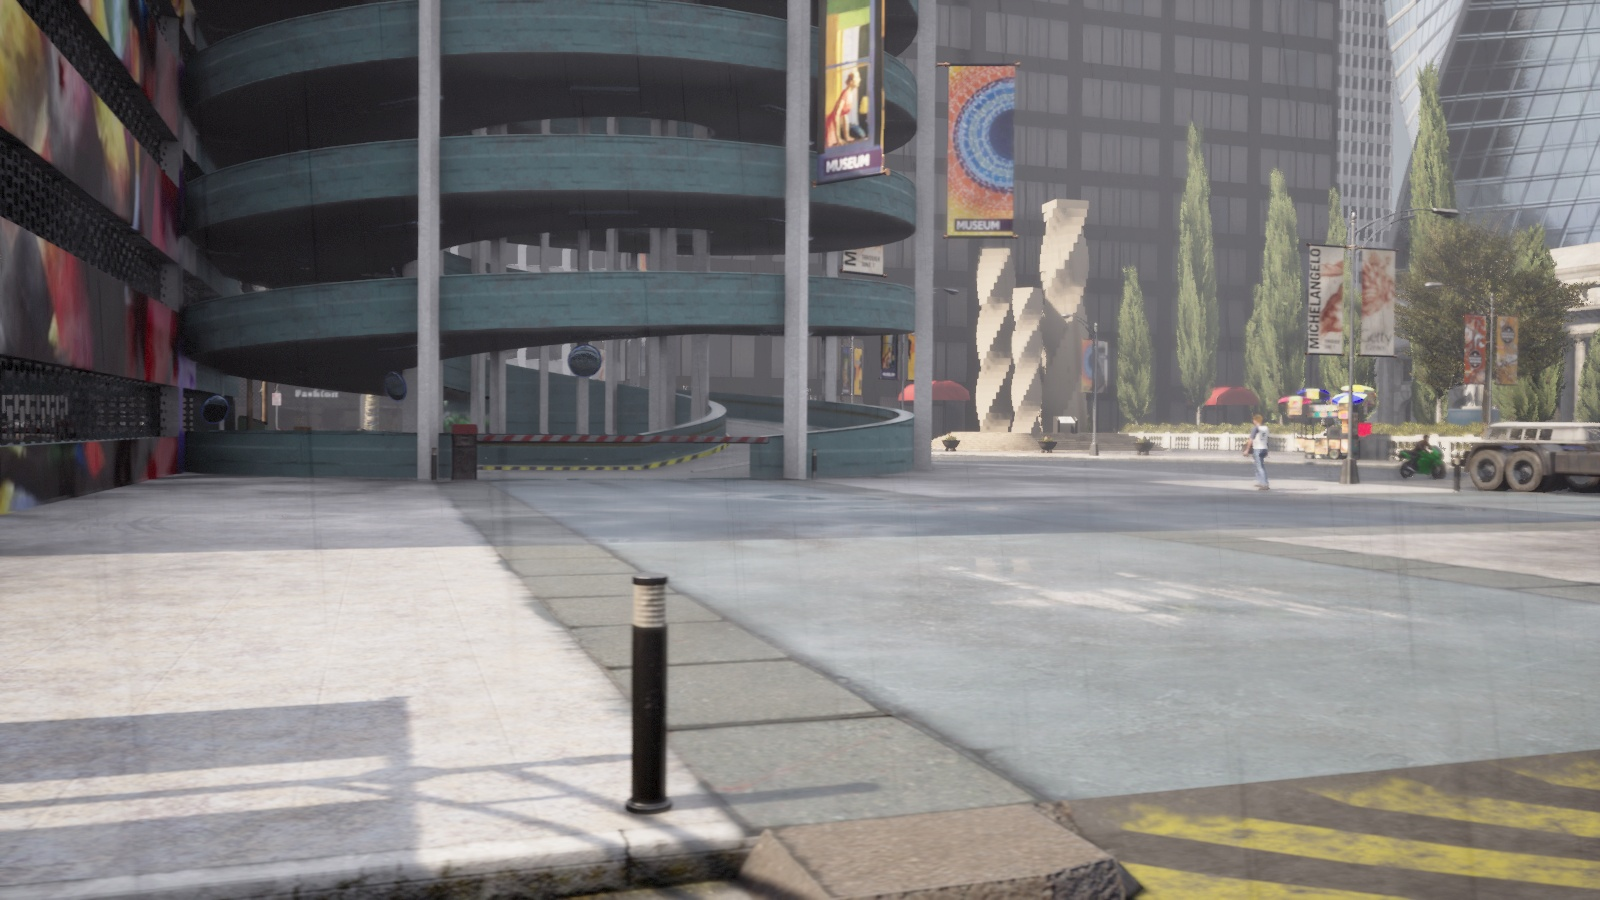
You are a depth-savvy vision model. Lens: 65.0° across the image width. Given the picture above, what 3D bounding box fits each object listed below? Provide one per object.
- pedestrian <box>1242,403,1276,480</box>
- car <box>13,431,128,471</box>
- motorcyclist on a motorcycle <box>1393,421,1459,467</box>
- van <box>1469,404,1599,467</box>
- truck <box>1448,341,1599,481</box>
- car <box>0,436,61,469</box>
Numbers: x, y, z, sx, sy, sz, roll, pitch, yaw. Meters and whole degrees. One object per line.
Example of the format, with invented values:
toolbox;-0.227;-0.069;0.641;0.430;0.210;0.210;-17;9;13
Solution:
pedestrian;11.081;-0.205;30.326;0.354;1.836;0.706;-1;1;-29
car;-35.947;0.025;62.035;4.605;1.855;1.932;-1;1;-19
motorcyclist on a motorcycle;21.200;-0.218;42.556;0.797;1.523;2.044;-1;1;-18
van;24.997;-0.490;42.179;1.775;1.987;4.442;-1;1;-18
truck;20.912;-1.002;32.156;2.891;3.462;7.936;-1;1;-18
car;-40.303;0.125;64.281;3.988;1.617;1.851;-1;1;-19
